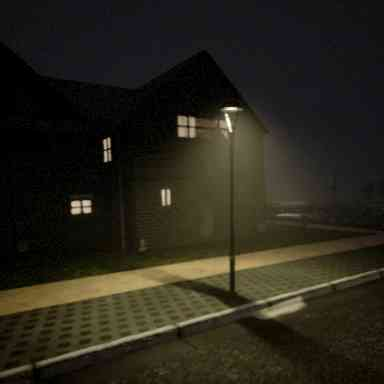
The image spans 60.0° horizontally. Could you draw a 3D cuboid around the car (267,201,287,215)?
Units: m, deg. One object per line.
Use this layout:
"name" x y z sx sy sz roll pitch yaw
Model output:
"car" 8.996 1.812 38.685 1.994 1.385 4.181 -3 2 -28
